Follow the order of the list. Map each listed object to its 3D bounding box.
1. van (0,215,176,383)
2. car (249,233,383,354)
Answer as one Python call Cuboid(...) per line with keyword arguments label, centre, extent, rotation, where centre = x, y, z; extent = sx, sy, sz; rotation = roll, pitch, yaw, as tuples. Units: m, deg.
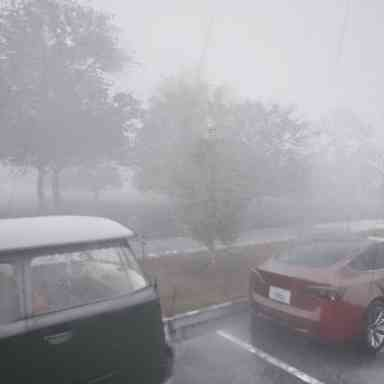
Cuboid(label="van", centre=(-2.165, 1.250, 2.537), extent=(4.442, 1.987, 1.878), rotation=(-1, 0, -37))
Cuboid(label="car", centre=(3.165, 1.514, 6.279), extent=(4.792, 1.488, 2.163), rotation=(-1, 0, -37))
